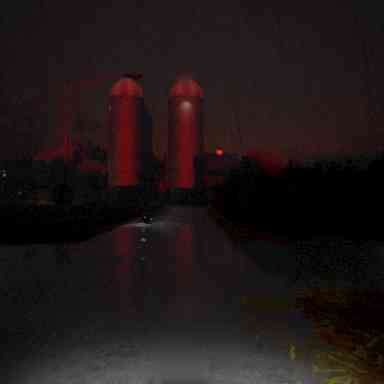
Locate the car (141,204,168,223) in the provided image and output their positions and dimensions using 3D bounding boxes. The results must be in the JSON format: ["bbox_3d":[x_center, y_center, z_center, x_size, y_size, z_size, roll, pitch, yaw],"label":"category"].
[{"bbox_3d":[-3.129,1.841,28.473,1.837,1.490,4.892,0,1,0],"label":"car"}]
